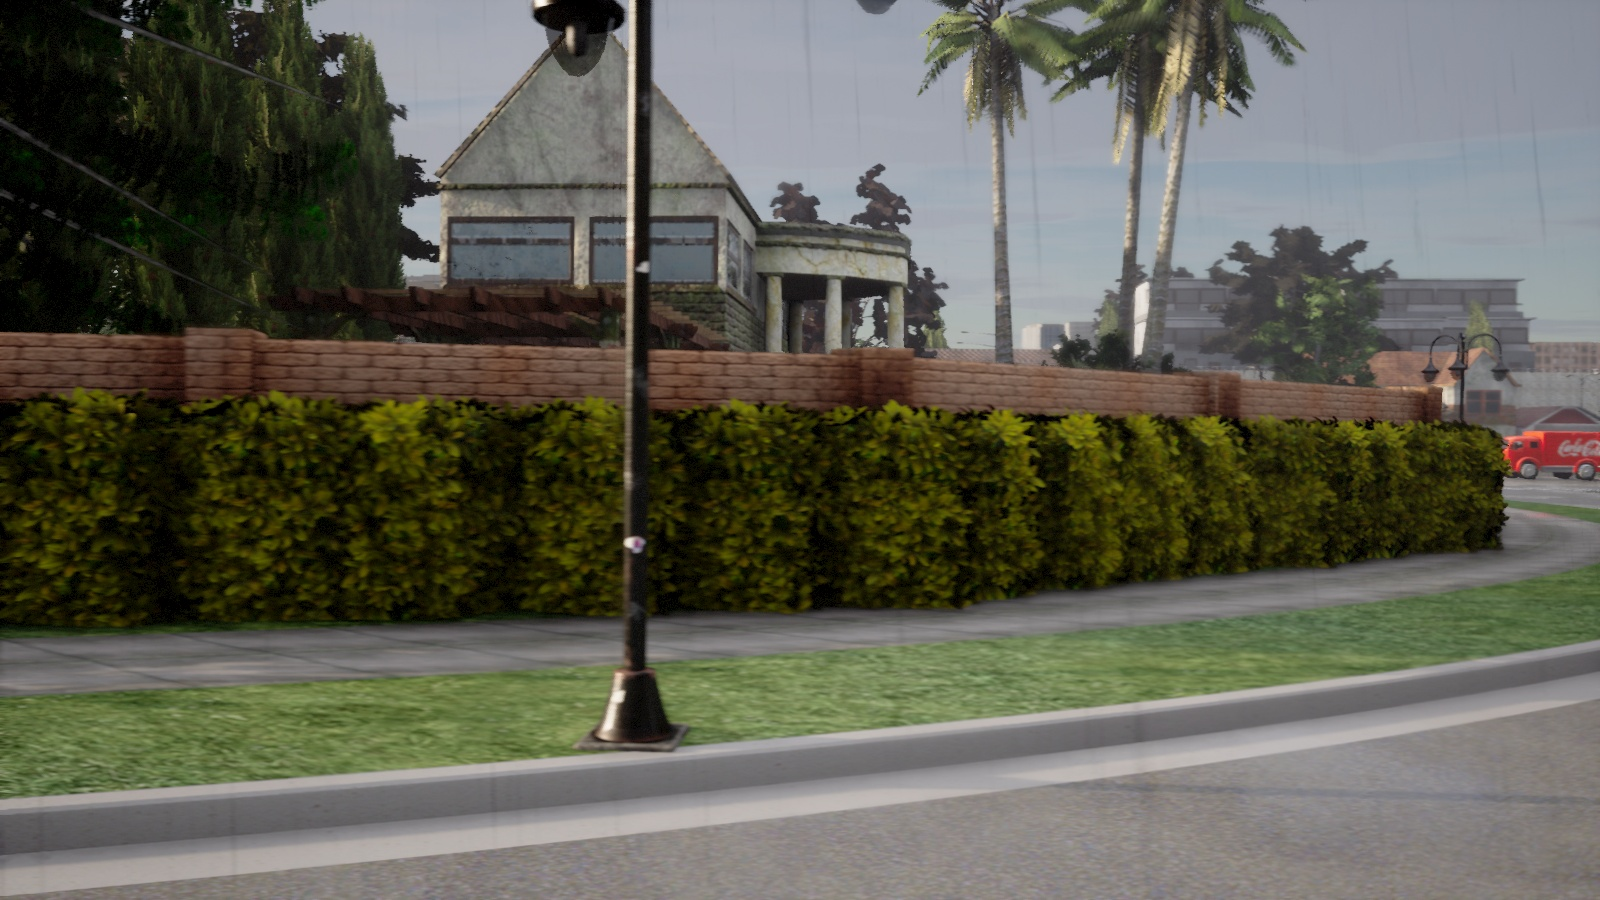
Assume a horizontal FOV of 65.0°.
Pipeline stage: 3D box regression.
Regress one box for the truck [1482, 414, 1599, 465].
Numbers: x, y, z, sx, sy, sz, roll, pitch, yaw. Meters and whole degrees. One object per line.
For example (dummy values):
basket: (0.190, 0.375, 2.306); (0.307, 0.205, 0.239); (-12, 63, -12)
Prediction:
truck: (37.971, -0.541, 63.830); (5.204, 2.467, 2.627); (-1, 1, 4)
